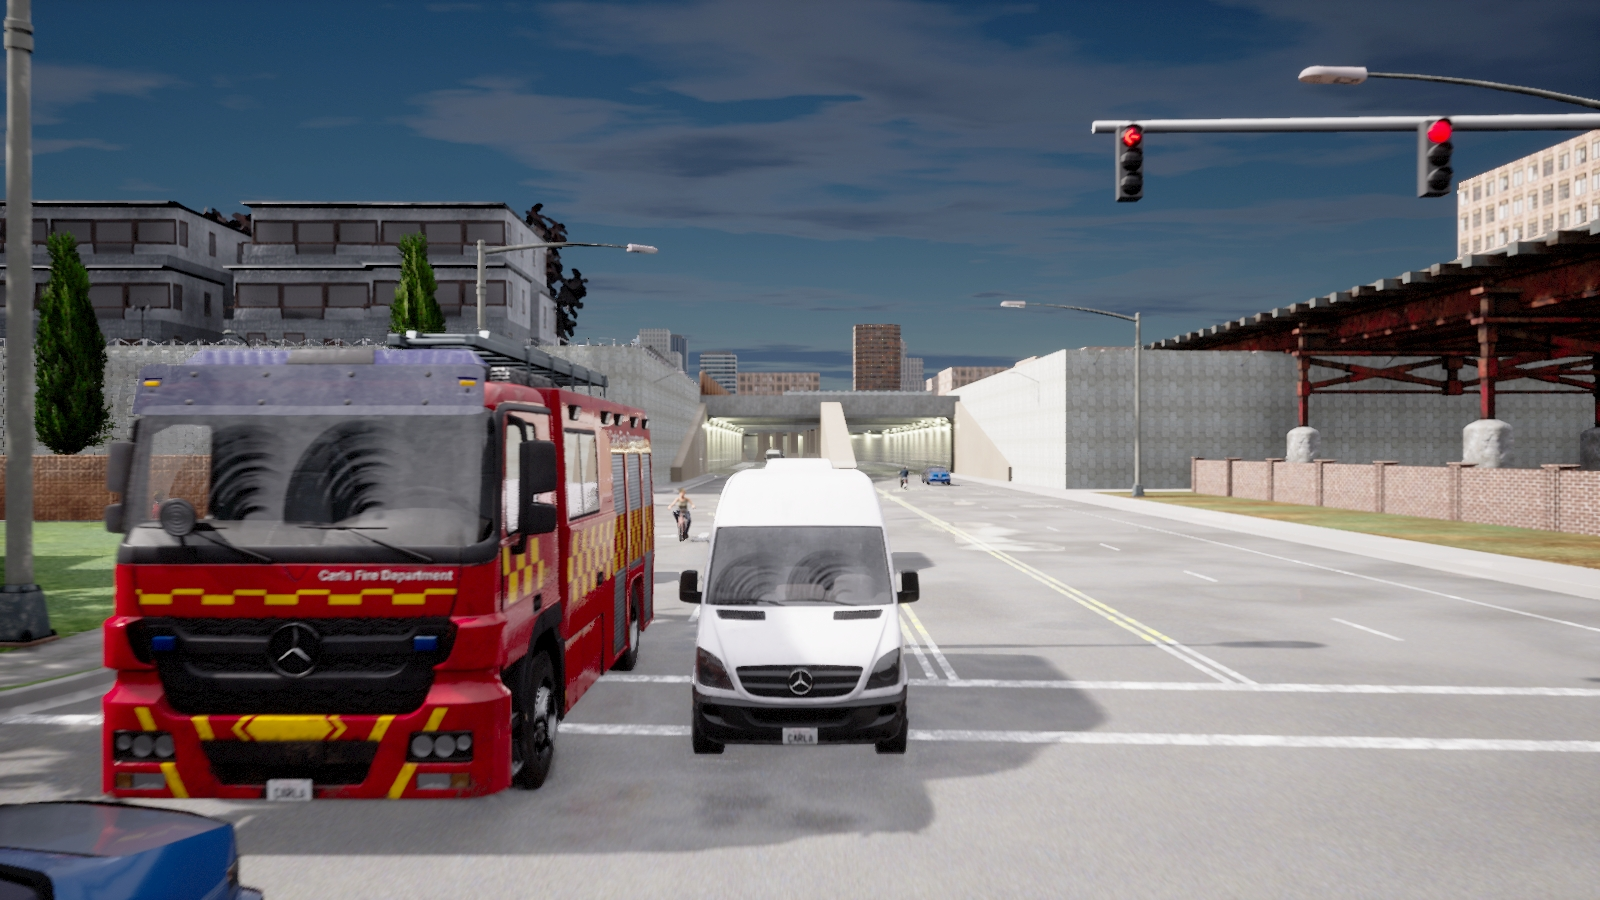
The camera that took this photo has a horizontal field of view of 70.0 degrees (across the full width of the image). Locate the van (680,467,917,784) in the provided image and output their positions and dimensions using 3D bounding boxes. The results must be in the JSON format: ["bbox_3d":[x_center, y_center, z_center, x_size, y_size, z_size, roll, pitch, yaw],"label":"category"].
[{"bbox_3d":[-0.012,1.512,12.531,1.988,2.561,5.915,0,0,0],"label":"van"}]

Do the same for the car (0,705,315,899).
[{"bbox_3d":[-4.021,2.094,3.422,2.033,1.411,5.357,0,0,12],"label":"car"}]

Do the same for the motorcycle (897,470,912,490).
[{"bbox_3d":[7.002,2.002,76.378,0.856,1.341,1.805,0,0,0],"label":"motorcycle"}]

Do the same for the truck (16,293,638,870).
[{"bbox_3d":[-3.738,0.873,11.812,2.891,3.827,8.468,0,0,0],"label":"truck"}]

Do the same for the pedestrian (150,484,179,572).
[{"bbox_3d":[-13.676,1.676,24.594,0.375,1.860,0.375,0,0,19],"label":"pedestrian"}]
